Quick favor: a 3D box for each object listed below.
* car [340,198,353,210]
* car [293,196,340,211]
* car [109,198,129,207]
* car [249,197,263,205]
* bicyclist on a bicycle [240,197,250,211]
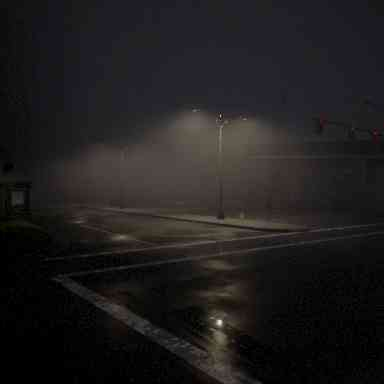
[{"bbox_3d":[18.095,1.456,42.034,1.970,1.475,3.806,0,0,-35],"label":"car"},{"bbox_3d":[13.834,1.295,38.106,2.242,1.667,4.611,0,0,-35],"label":"car"},{"bbox_3d":[-11.165,1.564,50.694,1.994,1.385,4.181,0,0,-35],"label":"car"},{"bbox_3d":[11.983,1.564,61.128,1.994,1.385,4.181,0,0,29],"label":"car"},{"bbox_3d":[6.255,1.430,39.740,1.656,1.620,0.582,-6,-7,-37],"label":"bicyclist on a bicycle"}]
